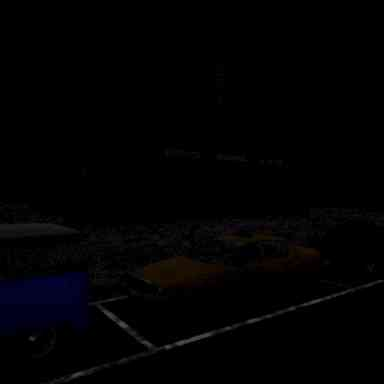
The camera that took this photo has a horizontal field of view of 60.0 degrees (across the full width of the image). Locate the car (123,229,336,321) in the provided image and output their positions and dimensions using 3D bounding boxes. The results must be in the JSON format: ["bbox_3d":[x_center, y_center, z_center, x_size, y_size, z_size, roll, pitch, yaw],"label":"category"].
[{"bbox_3d":[0.933,1.552,7.312,4.829,1.417,1.752,0,0,-35],"label":"car"}]

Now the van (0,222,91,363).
[{"bbox_3d":[-3.357,1.339,4.257,3.998,1.788,1.690,0,0,-35],"label":"van"}]

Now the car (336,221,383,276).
[{"bbox_3d":[5.500,1.624,10.565,4.313,1.339,1.947,0,0,-35],"label":"car"}]
